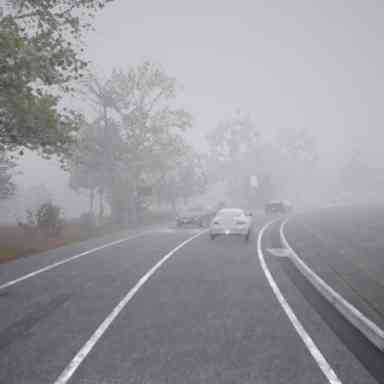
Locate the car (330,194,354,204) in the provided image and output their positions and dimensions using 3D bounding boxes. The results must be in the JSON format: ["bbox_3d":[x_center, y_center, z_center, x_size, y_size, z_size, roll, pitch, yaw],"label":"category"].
[{"bbox_3d":[25.231,1.203,55.914,4.892,1.490,1.837,-2,-4,-34],"label":"car"}]

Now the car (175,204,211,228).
[{"bbox_3d":[0.354,1.595,23.229,1.837,1.490,4.892,-2,-1,19],"label":"car"}]

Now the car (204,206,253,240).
[{"bbox_3d":[2.081,1.524,16.893,1.812,1.442,4.674,-1,0,13],"label":"car"}]

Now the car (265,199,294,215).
[{"bbox_3d":[8.862,1.412,33.656,1.882,1.535,5.008,-3,-1,30],"label":"car"}]
